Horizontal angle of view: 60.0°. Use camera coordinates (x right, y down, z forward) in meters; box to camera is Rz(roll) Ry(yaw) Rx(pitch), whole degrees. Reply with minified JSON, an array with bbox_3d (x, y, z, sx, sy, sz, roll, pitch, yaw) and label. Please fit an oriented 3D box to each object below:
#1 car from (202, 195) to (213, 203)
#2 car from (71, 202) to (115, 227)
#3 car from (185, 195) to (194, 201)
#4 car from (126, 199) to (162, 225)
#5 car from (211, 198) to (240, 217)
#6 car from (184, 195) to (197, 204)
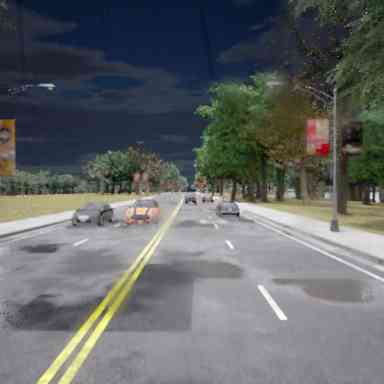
[{"bbox_3d":[2.855,1.252,61.439,2.163,1.488,4.792,0,0,-1],"label":"car"},{"bbox_3d":[-6.569,1.438,22.523,2.128,1.511,4.902,0,0,0],"label":"car"},{"bbox_3d":[-0.524,1.228,70.674,1.895,1.301,4.718,0,0,-1],"label":"car"},{"bbox_3d":[-3.315,1.333,23.594,2.097,1.767,4.553,0,0,0],"label":"car"},{"bbox_3d":[3.151,1.521,29.928,2.033,1.411,5.357,0,0,0],"label":"car"},{"bbox_3d":[-0.230,1.249,55.382,1.837,1.490,4.892,0,0,-1],"label":"car"}]
